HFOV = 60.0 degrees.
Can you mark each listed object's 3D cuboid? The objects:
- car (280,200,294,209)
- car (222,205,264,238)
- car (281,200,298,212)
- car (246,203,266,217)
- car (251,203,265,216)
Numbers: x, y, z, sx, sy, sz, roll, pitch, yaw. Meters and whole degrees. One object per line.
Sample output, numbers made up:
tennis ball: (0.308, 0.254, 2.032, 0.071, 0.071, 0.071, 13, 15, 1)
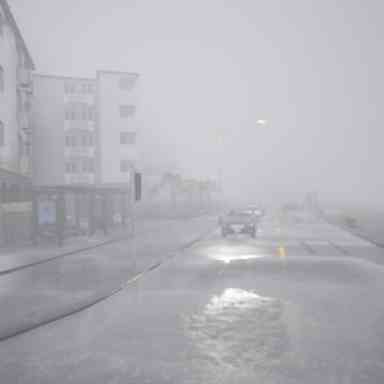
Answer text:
car: (15.974, 2.072, 56.167, 2.033, 1.411, 5.357, -1, -1, 13)
car: (2.890, 1.733, 19.458, 2.128, 1.511, 4.902, -1, -1, 13)
car: (13.590, 1.901, 46.181, 1.882, 1.535, 5.008, -1, -1, 13)
car: (7.400, 1.995, 38.216, 1.994, 1.385, 4.181, -1, -1, 14)
car: (5.054, 1.858, 28.472, 1.812, 1.442, 4.674, -1, -1, 13)
